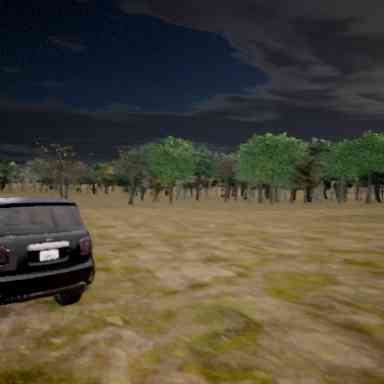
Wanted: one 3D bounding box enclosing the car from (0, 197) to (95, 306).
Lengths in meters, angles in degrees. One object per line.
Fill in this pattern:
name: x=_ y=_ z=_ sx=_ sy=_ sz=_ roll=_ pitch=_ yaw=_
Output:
car: x=-4.319 y=1.112 z=7.109 sx=5.566 sy=2.045 sz=2.150 roll=0 pitch=0 yaw=41
